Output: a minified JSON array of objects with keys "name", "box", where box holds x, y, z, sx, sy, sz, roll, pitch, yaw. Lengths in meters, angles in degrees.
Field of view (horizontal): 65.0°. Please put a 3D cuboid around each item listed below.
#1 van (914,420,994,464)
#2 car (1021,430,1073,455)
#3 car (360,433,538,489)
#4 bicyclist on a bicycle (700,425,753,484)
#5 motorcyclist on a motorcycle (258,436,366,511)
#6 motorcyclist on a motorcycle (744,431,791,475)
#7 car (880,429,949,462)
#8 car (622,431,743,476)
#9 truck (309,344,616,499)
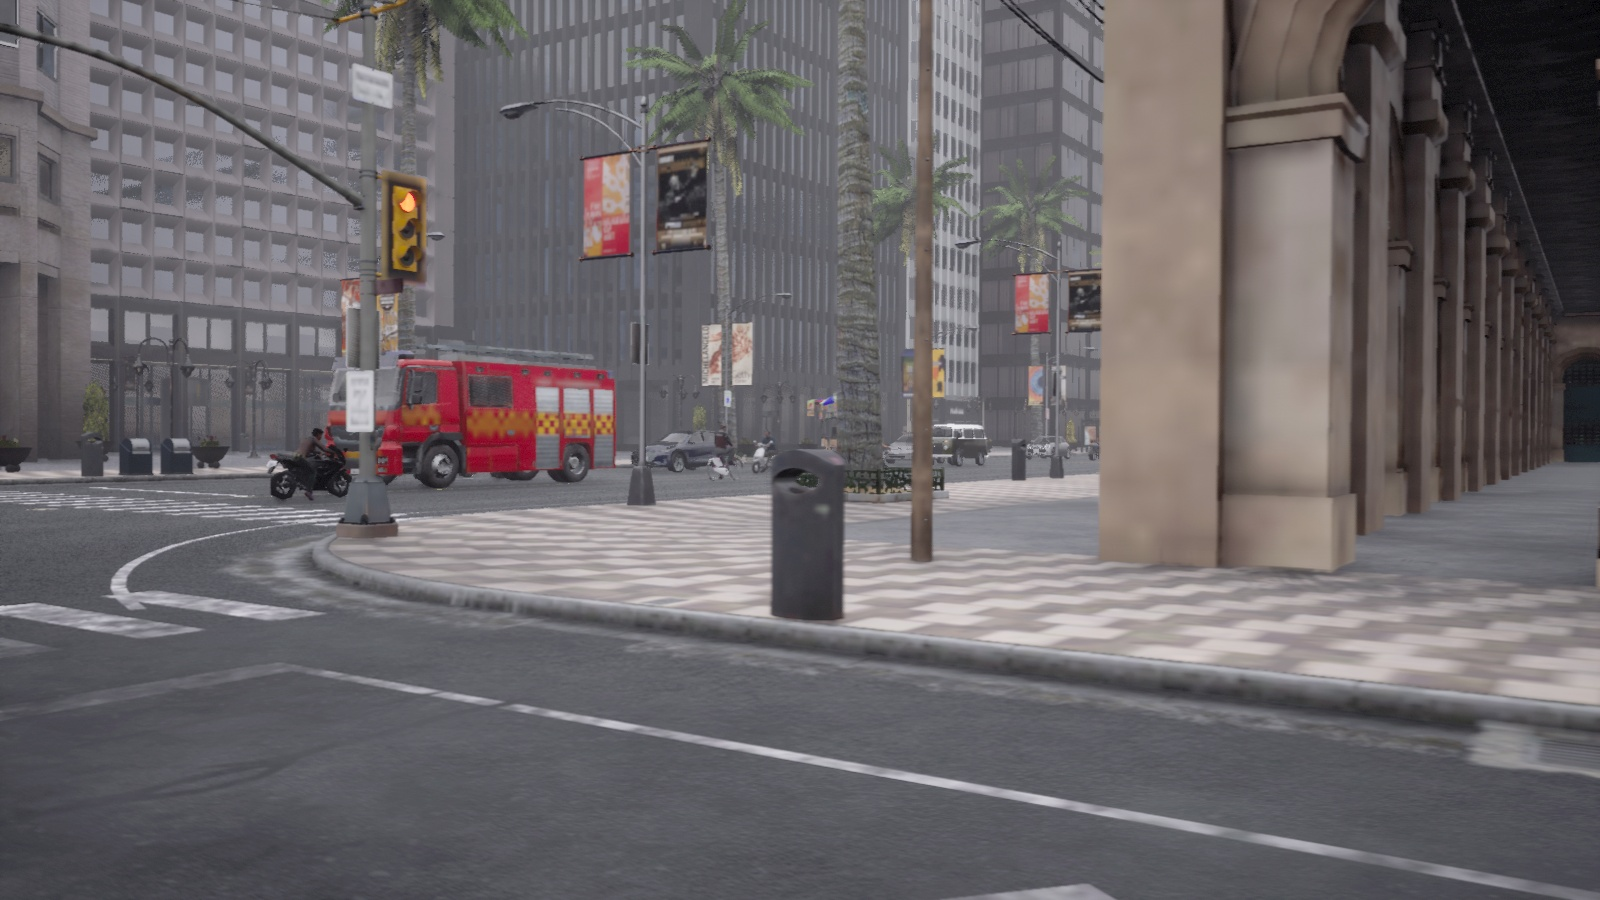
[{"name":"van","box":[7.419,-0.388,60.252,2.069,2.038,4.480,0,0,33]},{"name":"car","box":[15.668,-0.481,79.519,1.970,1.475,3.806,0,1,33]},{"name":"car","box":[-10.761,0.286,38.880,1.801,1.575,5.366,0,1,35]},{"name":"bicyclist on a bicycle","box":[-2.267,0.128,39.049,0.659,1.776,1.843,0,0,33]},{"name":"motorcyclist on a motorcycle","box":[-10.406,0.479,26.845,0.797,1.523,2.044,0,1,33]},{"name":"motorcyclist on a motorcycle","box":[-1.224,0.096,47.116,0.866,1.590,1.817,0,1,33]},{"name":"car","box":[5.906,-0.253,64.366,1.851,1.617,3.988,0,1,33]},{"name":"car","box":[-4.477,0.092,48.571,2.033,1.649,4.856,0,1,33]},{"name":"truck","box":[-9.117,-0.780,35.187,2.891,3.827,8.468,0,1,33]}]
